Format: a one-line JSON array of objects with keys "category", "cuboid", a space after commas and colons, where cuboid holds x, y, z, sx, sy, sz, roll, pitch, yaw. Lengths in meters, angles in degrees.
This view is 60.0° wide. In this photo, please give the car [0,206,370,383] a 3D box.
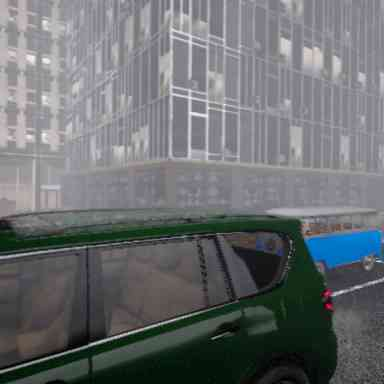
[{"category": "car", "cuboid": [-1.192, 1.200, 2.564, 5.566, 2.045, 2.150, 0, 0, -34]}]

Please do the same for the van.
[{"category": "van", "cuboid": [3.483, 1.293, 9.039, 3.998, 1.788, 1.690, 0, 1, -34]}]
